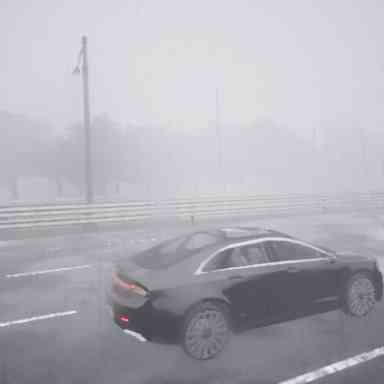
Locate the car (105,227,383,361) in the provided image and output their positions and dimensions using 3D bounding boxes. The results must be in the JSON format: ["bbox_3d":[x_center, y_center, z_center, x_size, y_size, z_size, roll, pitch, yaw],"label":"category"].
[{"bbox_3d":[1.056,1.361,5.631,4.902,1.511,2.128,-2,1,-25],"label":"car"}]
